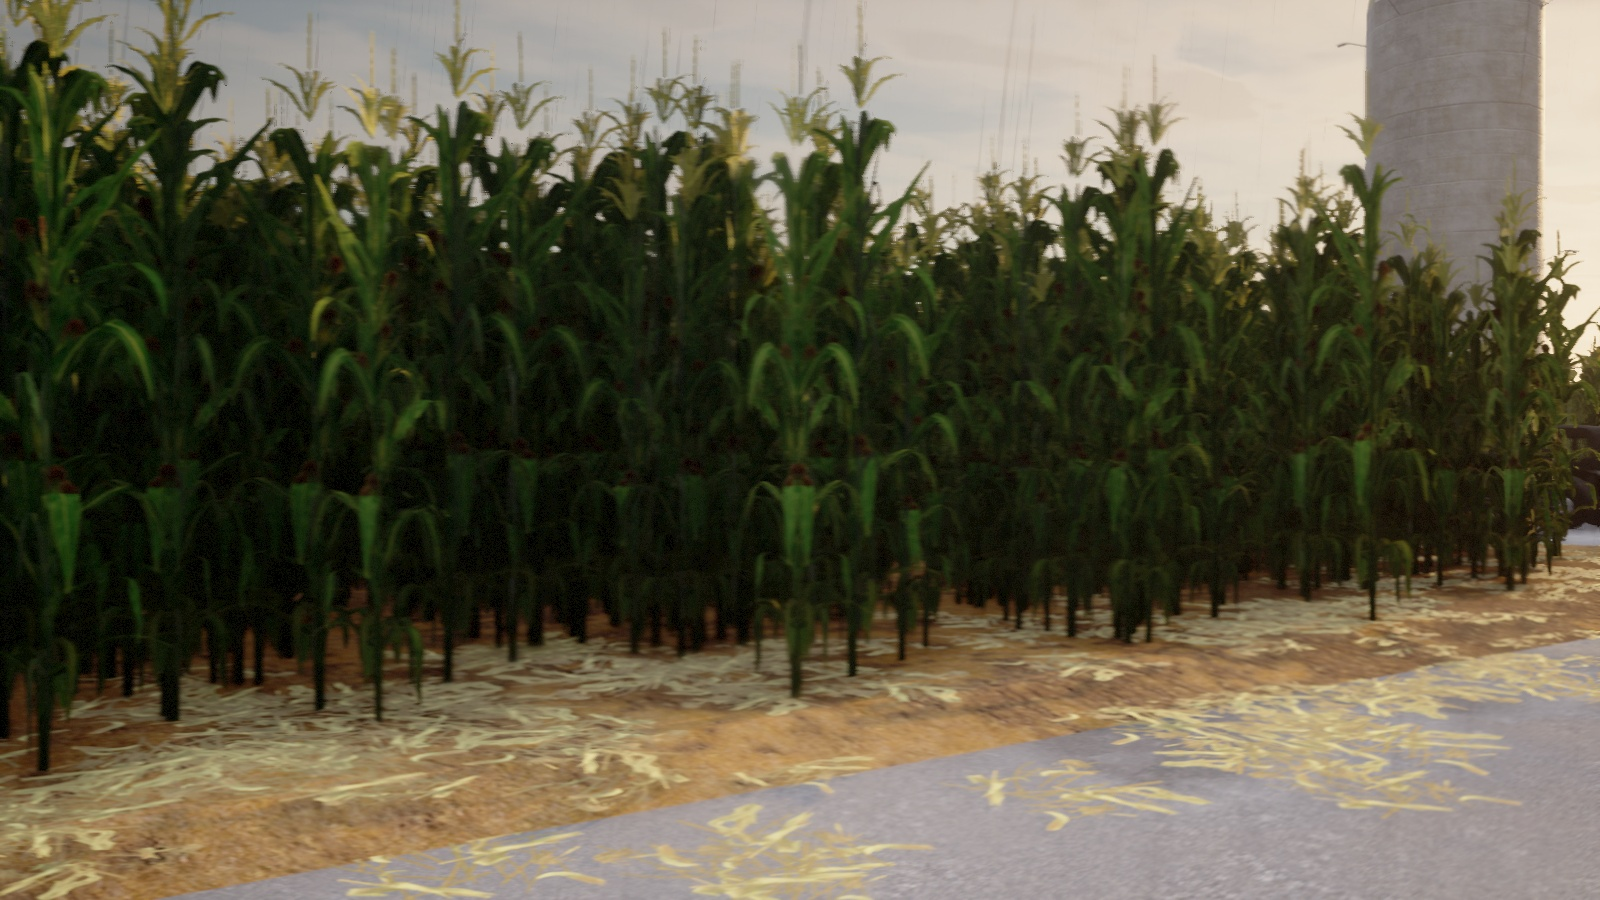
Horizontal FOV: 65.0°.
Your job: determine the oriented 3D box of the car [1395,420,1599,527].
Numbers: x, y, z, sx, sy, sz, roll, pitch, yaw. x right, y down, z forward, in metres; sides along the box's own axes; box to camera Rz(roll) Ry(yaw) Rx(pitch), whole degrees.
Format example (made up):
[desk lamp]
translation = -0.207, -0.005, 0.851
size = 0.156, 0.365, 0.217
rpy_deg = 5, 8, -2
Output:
[car]
translation = 13.719, 0.431, 23.913
size = 1.905, 1.878, 3.866
rpy_deg = 0, -1, -38
